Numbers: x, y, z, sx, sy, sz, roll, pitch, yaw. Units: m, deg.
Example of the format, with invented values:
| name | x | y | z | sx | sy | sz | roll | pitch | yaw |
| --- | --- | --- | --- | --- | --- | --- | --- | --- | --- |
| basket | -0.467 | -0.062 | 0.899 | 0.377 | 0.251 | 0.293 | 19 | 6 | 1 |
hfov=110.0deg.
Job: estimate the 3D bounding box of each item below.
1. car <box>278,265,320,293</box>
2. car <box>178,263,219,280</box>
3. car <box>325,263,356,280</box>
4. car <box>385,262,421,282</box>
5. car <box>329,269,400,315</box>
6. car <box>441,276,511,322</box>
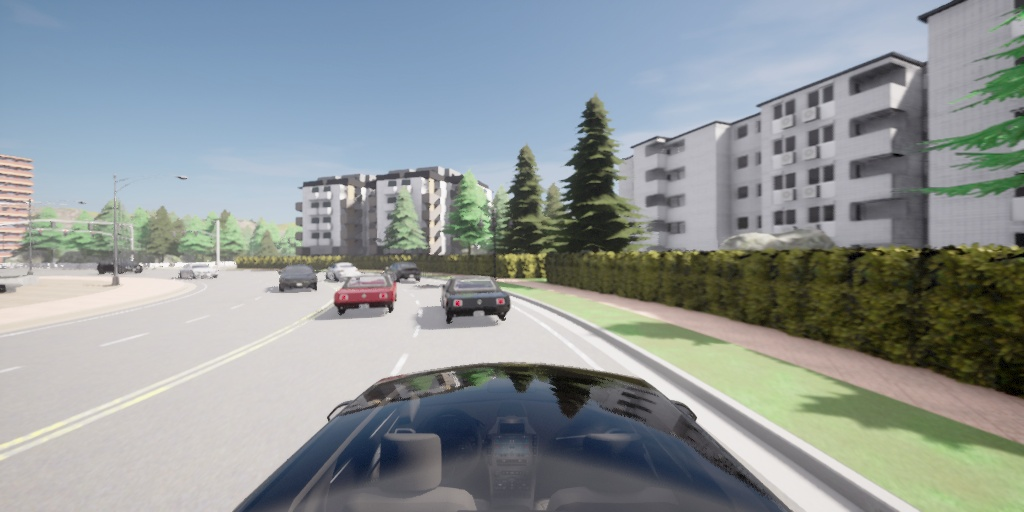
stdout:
| name | x | y | z | sx | sy | sz | roll | pitch | yaw |
| --- | --- | --- | --- | --- | --- | --- | --- | --- | --- |
| car | -12.821 | 1.281 | 21.606 | 1.882 | 1.535 | 5.008 | 0 | 0 | -31 |
| car | -29.872 | 1.435 | 34.094 | 4.674 | 1.442 | 1.812 | 0 | 0 | 30 |
| car | -14.176 | 1.319 | 29.959 | 1.812 | 1.442 | 4.674 | 0 | 0 | -39 |
| car | -8.777 | 1.258 | 28.574 | 1.837 | 1.490 | 4.892 | 0 | 0 | -34 |
| car | -5.479 | 1.364 | 13.908 | 1.895 | 1.301 | 4.718 | 0 | 0 | -16 |
| car | -1.433 | 1.336 | 12.272 | 1.895 | 1.301 | 4.718 | 0 | 0 | -13 |
